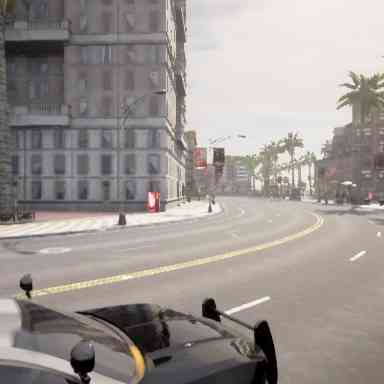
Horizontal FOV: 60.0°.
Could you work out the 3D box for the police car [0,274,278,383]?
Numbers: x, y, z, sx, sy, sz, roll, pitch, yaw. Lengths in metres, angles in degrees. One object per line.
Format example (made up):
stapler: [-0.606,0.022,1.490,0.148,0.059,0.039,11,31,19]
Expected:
police car: [-1.525,1.416,2.190,5.238,1.638,1.930,0,0,-35]
